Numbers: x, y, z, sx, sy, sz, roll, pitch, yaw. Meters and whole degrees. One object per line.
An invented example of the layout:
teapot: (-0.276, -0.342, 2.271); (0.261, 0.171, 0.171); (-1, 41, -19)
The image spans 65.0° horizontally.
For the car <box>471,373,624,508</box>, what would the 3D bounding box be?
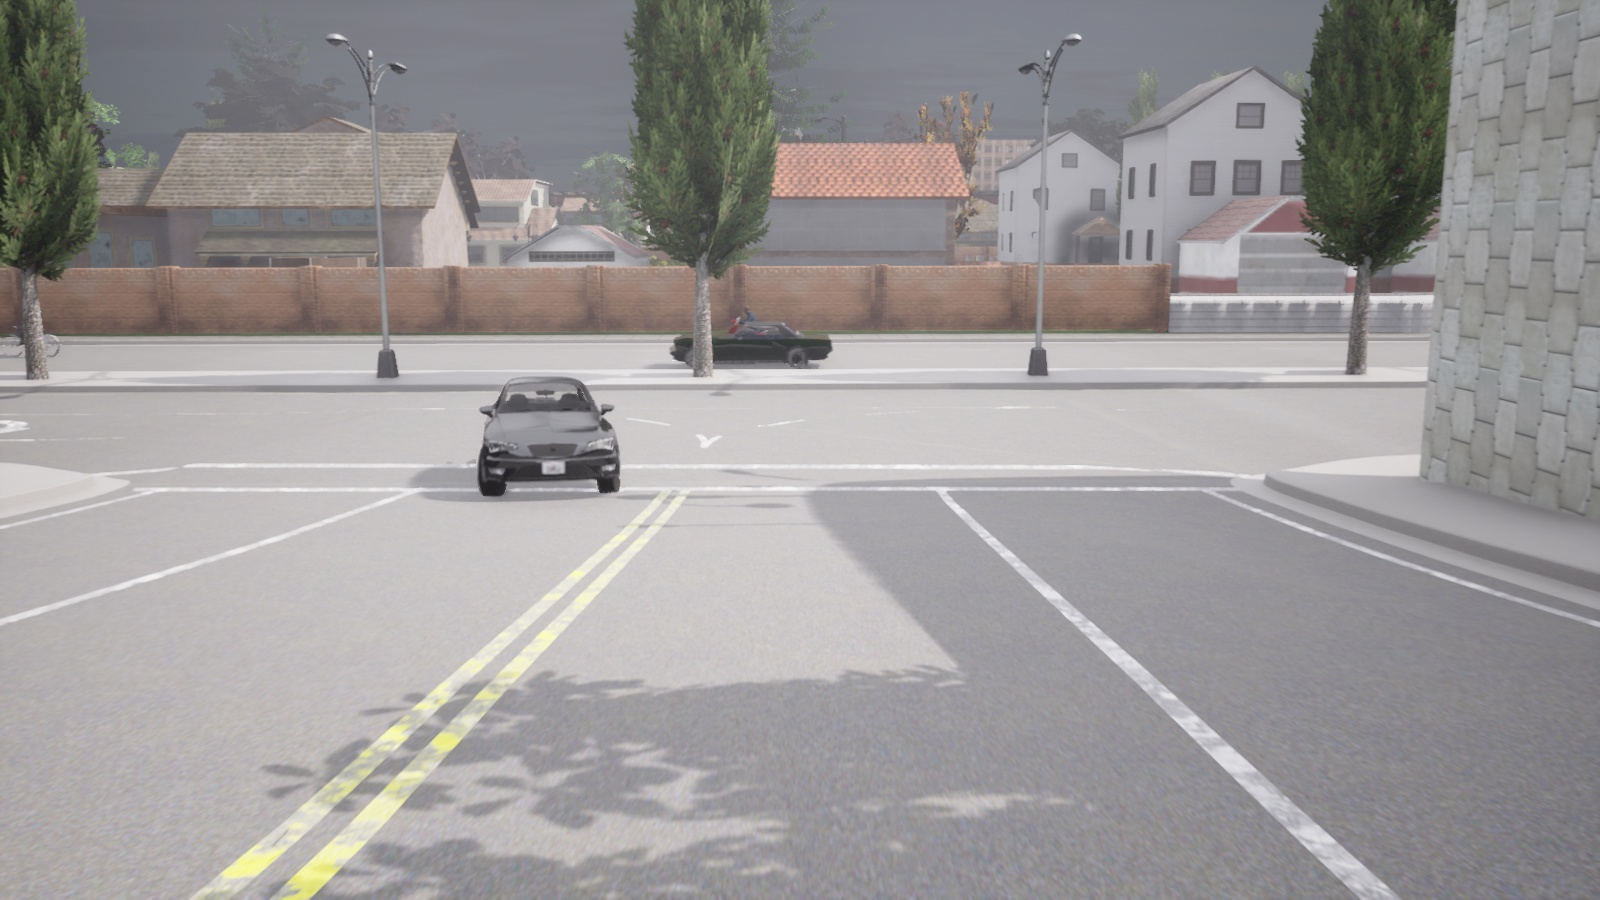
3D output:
car: (-3.550, -0.249, 17.431); (1.816, 1.474, 4.193); (-1, 6, -13)

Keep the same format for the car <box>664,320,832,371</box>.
car: (-1.480, -3.058, 36.486); (4.718, 1.301, 1.895); (0, 10, -1)

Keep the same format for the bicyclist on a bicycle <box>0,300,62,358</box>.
bicyclist on a bicycle: (-24.457, -3.808, 39.566); (1.843, 1.776, 0.659); (0, 10, -1)
